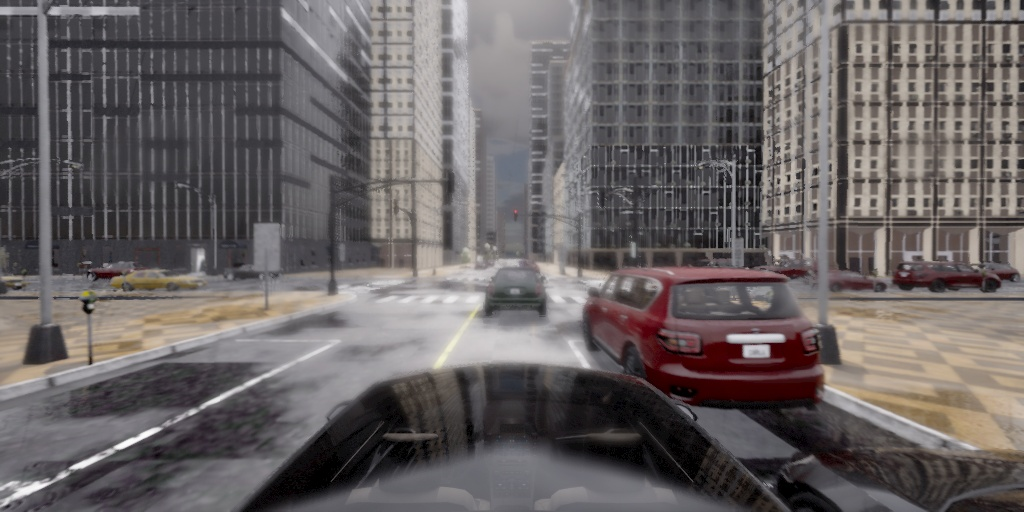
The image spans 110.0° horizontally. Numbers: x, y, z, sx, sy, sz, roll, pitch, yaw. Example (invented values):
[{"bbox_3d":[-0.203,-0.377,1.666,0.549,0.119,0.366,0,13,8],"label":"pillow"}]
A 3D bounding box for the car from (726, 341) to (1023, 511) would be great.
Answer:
[{"bbox_3d":[2.565,1.309,0.475,1.948,1.339,4.313,0,0,0],"label":"car"}]

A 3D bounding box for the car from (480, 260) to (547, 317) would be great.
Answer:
[{"bbox_3d":[0.235,1.170,13.759,2.097,1.767,4.553,0,0,4],"label":"car"}]

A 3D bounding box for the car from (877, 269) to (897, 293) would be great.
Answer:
[{"bbox_3d":[20.187,1.533,21.786,4.207,1.307,1.802,0,0,0],"label":"car"}]

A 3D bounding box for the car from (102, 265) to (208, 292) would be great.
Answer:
[{"bbox_3d":[-21.254,1.418,21.704,4.829,1.417,1.751,0,0,0],"label":"car"}]

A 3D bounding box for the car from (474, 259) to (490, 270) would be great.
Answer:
[{"bbox_3d":[-5.297,1.515,60.607,1.967,1.591,4.097,0,0,0],"label":"car"}]

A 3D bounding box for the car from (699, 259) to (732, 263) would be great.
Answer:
[{"bbox_3d":[16.570,1.188,29.918,5.009,1.841,2.192,0,0,0],"label":"car"}]

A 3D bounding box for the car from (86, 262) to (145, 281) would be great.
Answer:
[{"bbox_3d":[-32.556,1.243,29.750,4.097,1.591,1.967,0,0,0],"label":"car"}]

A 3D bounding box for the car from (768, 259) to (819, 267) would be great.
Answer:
[{"bbox_3d":[22.902,1.196,29.931,5.009,1.841,2.192,0,0,0],"label":"car"}]

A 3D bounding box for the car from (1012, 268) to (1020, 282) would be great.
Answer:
[{"bbox_3d":[39.271,1.342,29.898,4.097,1.591,1.967,0,0,0],"label":"car"}]

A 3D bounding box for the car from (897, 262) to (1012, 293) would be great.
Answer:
[{"bbox_3d":[26.226,1.274,21.798,5.009,1.841,2.192,0,0,0],"label":"car"}]

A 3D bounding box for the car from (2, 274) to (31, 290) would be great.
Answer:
[{"bbox_3d":[-32.370,1.401,21.753,4.829,1.417,1.751,0,0,0],"label":"car"}]

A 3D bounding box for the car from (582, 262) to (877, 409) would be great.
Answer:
[{"bbox_3d":[2.567,1.090,6.123,2.192,1.841,5.009,0,0,0],"label":"car"}]

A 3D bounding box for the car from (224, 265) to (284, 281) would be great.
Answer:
[{"bbox_3d":[-21.440,1.370,29.843,4.403,1.370,2.007,0,0,0],"label":"car"}]
